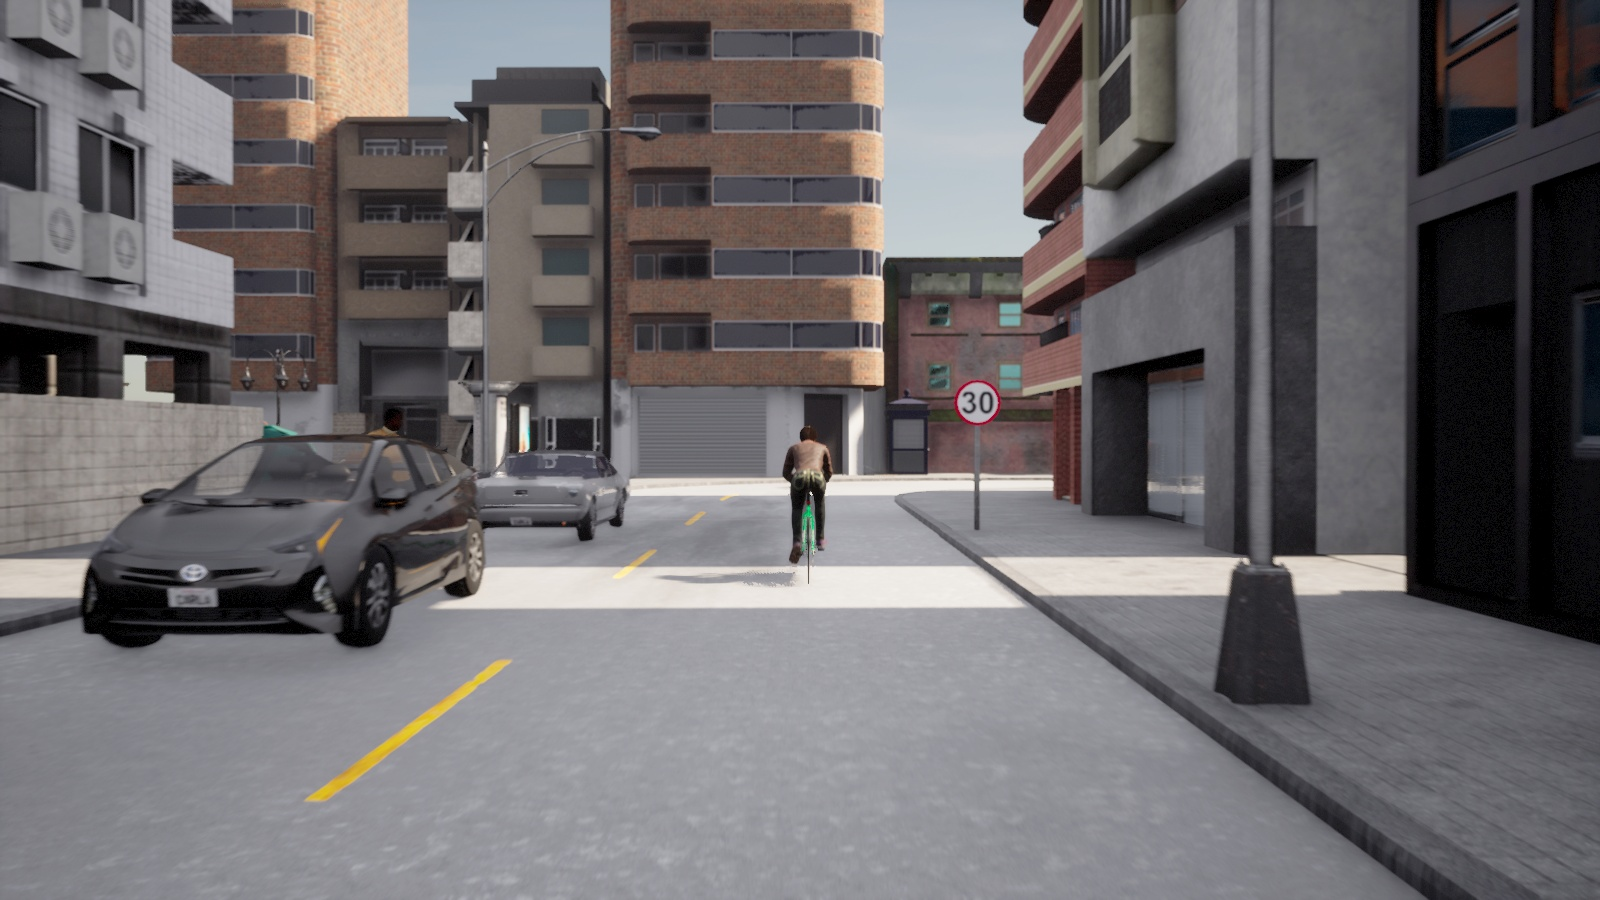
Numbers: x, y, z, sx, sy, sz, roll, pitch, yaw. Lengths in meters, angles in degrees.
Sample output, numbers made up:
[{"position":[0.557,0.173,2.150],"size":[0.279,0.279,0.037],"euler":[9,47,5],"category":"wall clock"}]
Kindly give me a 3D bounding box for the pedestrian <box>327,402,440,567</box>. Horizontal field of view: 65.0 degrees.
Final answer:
[{"position":[-4.886,0.384,14.775],"size":[0.900,1.855,0.874],"euler":[0,1,25],"category":"pedestrian"}]

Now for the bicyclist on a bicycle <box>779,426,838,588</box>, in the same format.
[{"position":[0.090,0.565,13.382],"size":[0.582,1.620,1.656],"euler":[0,0,0],"category":"bicyclist on a bicycle"}]

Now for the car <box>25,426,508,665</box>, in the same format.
[{"position":[-3.928,0.587,10.265],"size":[2.007,1.525,4.514],"euler":[0,1,0],"category":"car"}]

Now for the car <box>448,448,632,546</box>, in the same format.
[{"position":[-3.882,0.647,19.586],"size":[1.895,1.301,4.718],"euler":[0,1,0],"category":"car"}]
